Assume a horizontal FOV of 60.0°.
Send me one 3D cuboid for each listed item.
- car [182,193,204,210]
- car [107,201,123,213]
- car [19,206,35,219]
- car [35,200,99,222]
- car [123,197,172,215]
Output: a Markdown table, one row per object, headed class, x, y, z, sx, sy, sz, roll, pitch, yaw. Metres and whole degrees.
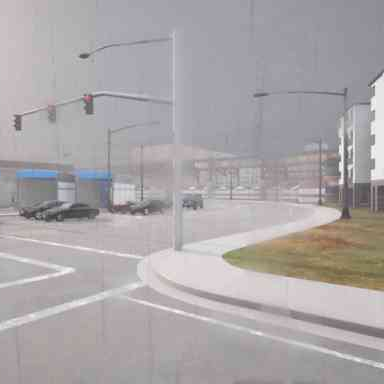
| class | x | y | z | sx | sy | sz | roll | pitch | yaw |
| --- | --- | --- | --- | --- | --- | --- | --- | --- | --- |
| car | -0.018 | 1.221 | 43.732 | 2.150 | 2.045 | 5.566 | 0 | 0 | 16 |
| car | -7.054 | 1.600 | 36.365 | 1.895 | 1.301 | 4.718 | 0 | 0 | 30 |
| car | -12.285 | 1.504 | 28.756 | 1.837 | 1.490 | 4.892 | 0 | 0 | 36 |
| car | -9.576 | 1.525 | 26.531 | 1.812 | 1.442 | 4.674 | 0 | 0 | 36 |
| car | -4.445 | 1.504 | 34.018 | 1.837 | 1.490 | 4.892 | 0 | 0 | 30 |
